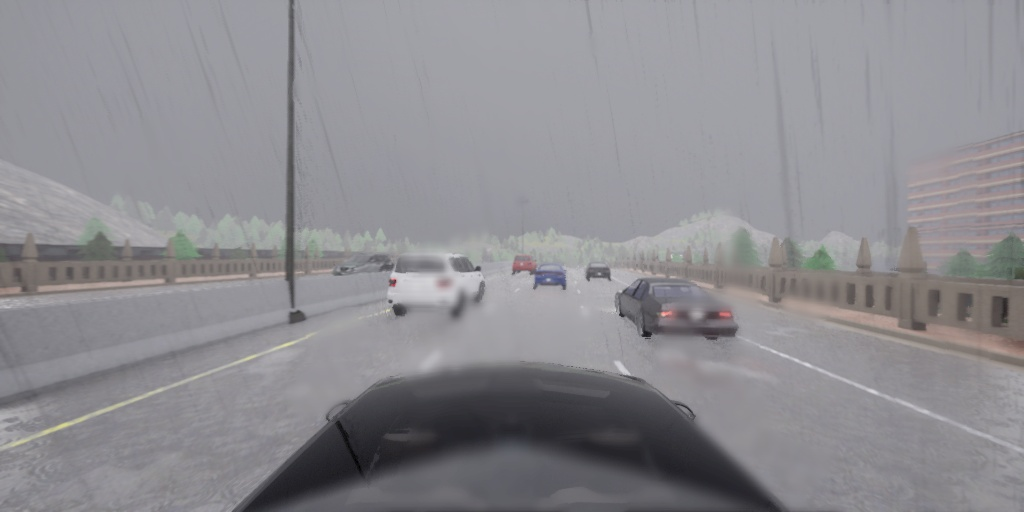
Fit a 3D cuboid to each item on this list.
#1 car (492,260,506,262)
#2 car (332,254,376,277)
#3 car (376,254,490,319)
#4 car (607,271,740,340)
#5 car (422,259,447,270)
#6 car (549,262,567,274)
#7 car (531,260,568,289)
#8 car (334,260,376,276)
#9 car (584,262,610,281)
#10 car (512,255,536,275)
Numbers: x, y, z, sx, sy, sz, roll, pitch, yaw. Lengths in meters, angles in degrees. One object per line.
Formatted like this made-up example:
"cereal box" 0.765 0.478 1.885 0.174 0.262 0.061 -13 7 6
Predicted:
"car" -1.698 1.464 65.495 2.033 1.411 5.357 0 -2 9
"car" -11.185 0.858 27.365 2.150 2.045 5.566 0 0 9
"car" -2.465 0.939 12.964 2.150 2.045 5.566 0 0 6
"car" 4.213 1.316 10.096 2.033 1.411 5.357 0 0 6
"car" -10.988 1.132 51.196 1.812 1.442 4.674 0 0 9
"car" 5.306 1.336 41.239 1.895 1.301 4.718 0 0 9
"car" 2.526 1.217 23.006 1.882 1.535 5.008 0 0 9
"car" -8.451 1.168 22.119 1.837 1.490 4.892 0 0 9
"car" 7.192 1.241 30.433 1.882 1.535 5.008 0 0 9
"car" 1.379 0.932 38.713 2.150 2.045 5.566 0 0 9
